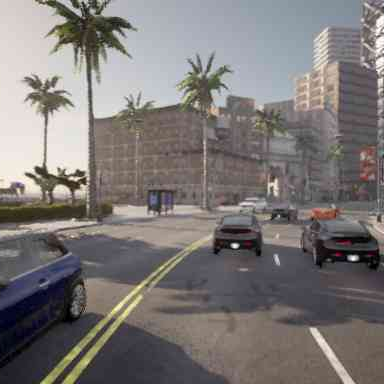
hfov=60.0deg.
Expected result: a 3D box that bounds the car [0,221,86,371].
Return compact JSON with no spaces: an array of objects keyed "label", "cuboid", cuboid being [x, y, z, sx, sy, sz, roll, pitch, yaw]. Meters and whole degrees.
[{"label":"car","cuboid":[-3.172,1.375,4.361,2.097,1.767,4.553,1,-1,5]}]

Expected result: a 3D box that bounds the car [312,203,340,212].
[{"label":"car","cuboid":[12.839,1.843,31.831,2.097,1.767,4.553,0,-1,30]}]

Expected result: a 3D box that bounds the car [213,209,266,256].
[{"label":"car","cuboid":[2.080,1.691,14.228,1.837,1.490,4.892,0,-1,13]}]

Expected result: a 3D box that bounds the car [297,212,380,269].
[{"label":"car","cuboid":[5.132,1.694,11.999,1.837,1.490,4.892,0,-1,11]}]

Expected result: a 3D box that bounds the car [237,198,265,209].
[{"label":"car","cuboid":[8.121,1.816,44.439,2.150,2.045,5.566,0,-1,35]}]

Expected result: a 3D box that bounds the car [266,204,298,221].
[{"label":"car","cuboid":[9.017,1.965,32.209,1.837,1.490,4.892,0,-1,29]}]

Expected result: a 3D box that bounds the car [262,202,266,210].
[{"label":"car","cuboid":[11.146,2.202,42.661,1.895,1.301,4.718,0,-1,35]}]
